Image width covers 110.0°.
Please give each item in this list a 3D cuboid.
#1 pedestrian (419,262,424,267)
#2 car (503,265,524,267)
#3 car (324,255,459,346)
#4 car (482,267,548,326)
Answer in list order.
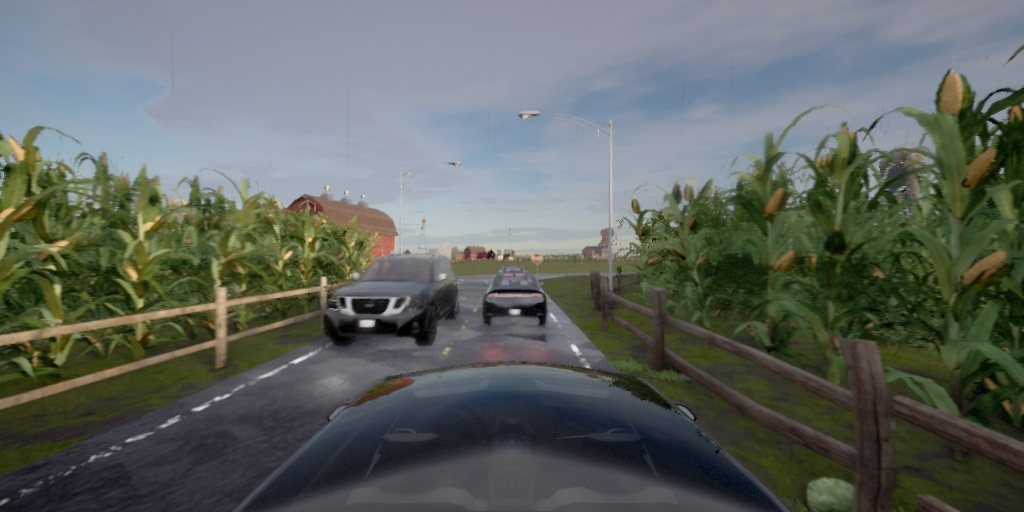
[{"bbox_3d":[-11.225,1.399,44.289,0.375,1.860,0.375,0,0,4],"label":"pedestrian"},{"bbox_3d":[0.085,1.324,23.572,2.128,1.511,4.902,0,0,0],"label":"car"},{"bbox_3d":[-2.848,0.998,9.862,2.150,2.045,5.566,0,0,0],"label":"car"},{"bbox_3d":[0.086,1.279,11.841,2.128,1.511,4.902,0,0,0],"label":"car"}]
